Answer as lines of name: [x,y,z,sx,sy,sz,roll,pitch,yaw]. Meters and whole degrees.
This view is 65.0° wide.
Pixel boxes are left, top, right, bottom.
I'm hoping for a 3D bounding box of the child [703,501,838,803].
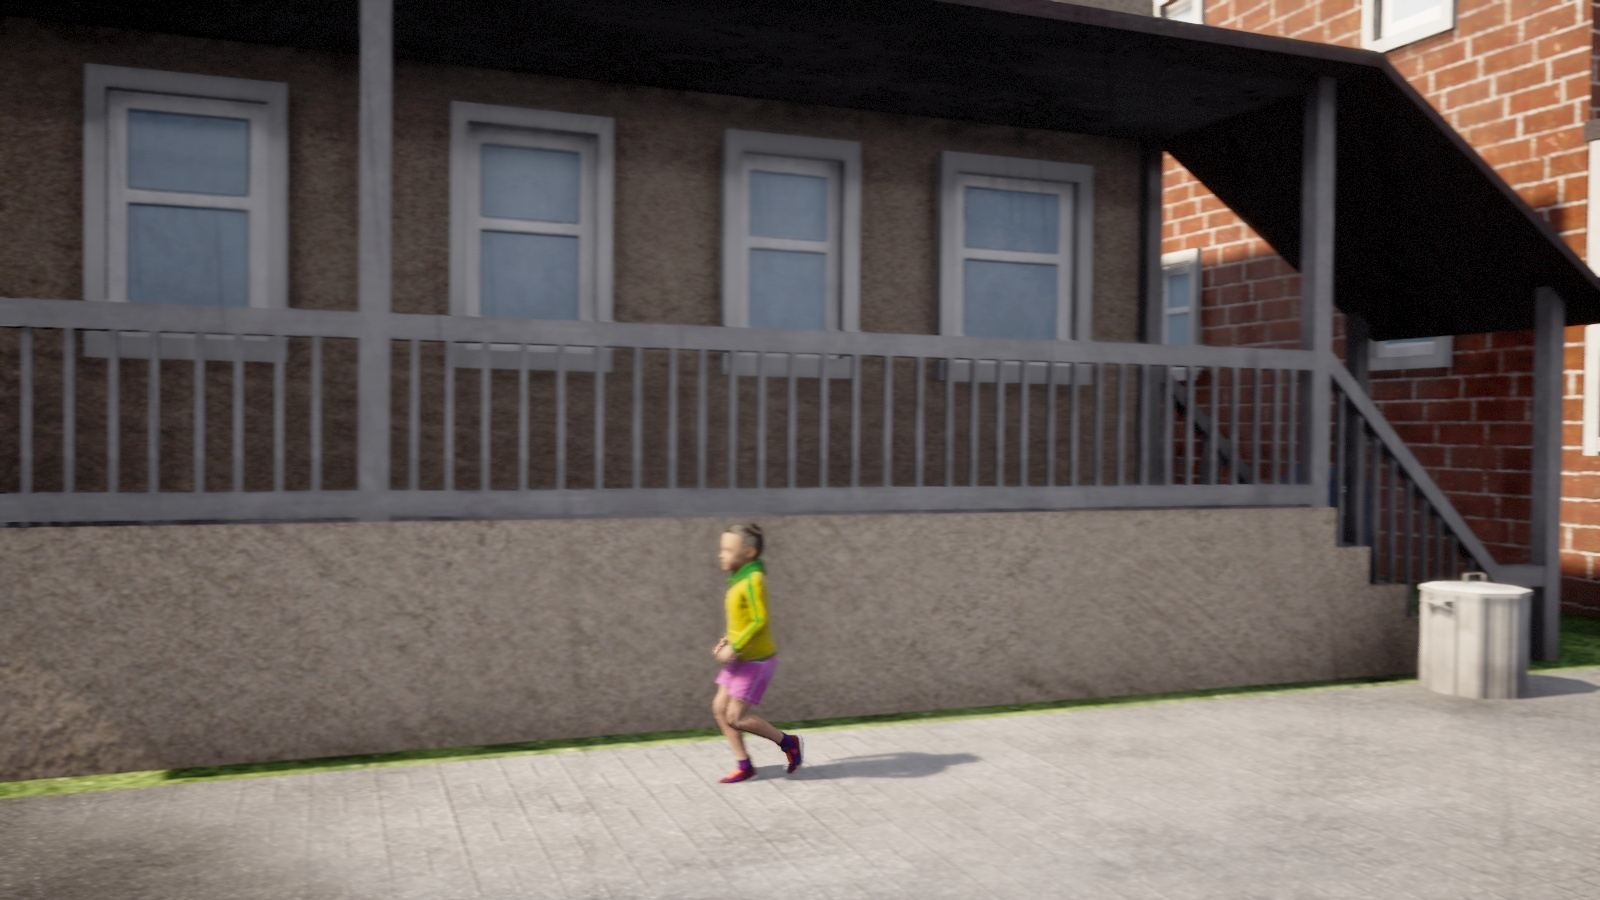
child: [-0.123,0.805,5.152,0.473,1.160,0.299,-1,1,-18]
